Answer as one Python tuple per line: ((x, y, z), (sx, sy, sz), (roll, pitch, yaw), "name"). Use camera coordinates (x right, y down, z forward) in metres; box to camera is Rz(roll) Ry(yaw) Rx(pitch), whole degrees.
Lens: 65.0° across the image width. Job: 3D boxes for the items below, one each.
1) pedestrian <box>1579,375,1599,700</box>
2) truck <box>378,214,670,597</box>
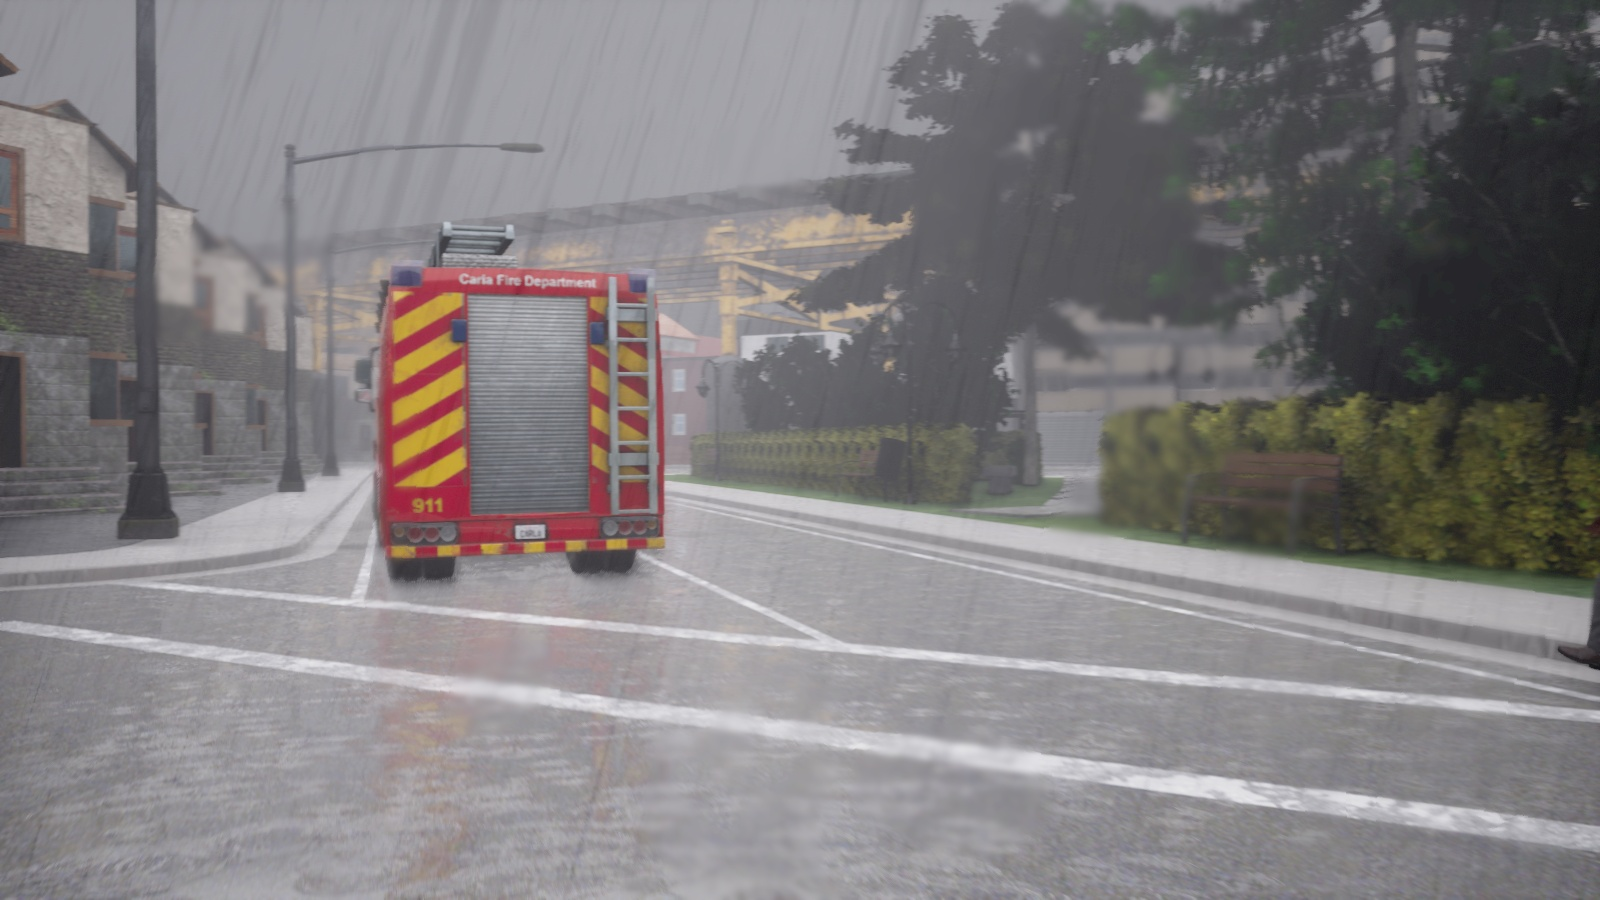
((5.062, 0.507, 7.329), (0.849, 1.883, 0.563), (0, 0, 35), "pedestrian")
((-4.148, -0.474, 17.011), (2.891, 3.827, 8.468), (-1, 0, -19), "truck")
